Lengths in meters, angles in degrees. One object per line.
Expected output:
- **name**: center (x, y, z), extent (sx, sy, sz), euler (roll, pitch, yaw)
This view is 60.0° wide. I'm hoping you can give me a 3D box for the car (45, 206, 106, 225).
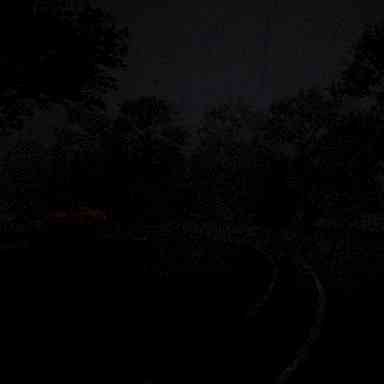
- **car**: center (-9.831, 1.980, 28.167), extent (5.008, 1.535, 1.882), euler (-1, -1, 3)
